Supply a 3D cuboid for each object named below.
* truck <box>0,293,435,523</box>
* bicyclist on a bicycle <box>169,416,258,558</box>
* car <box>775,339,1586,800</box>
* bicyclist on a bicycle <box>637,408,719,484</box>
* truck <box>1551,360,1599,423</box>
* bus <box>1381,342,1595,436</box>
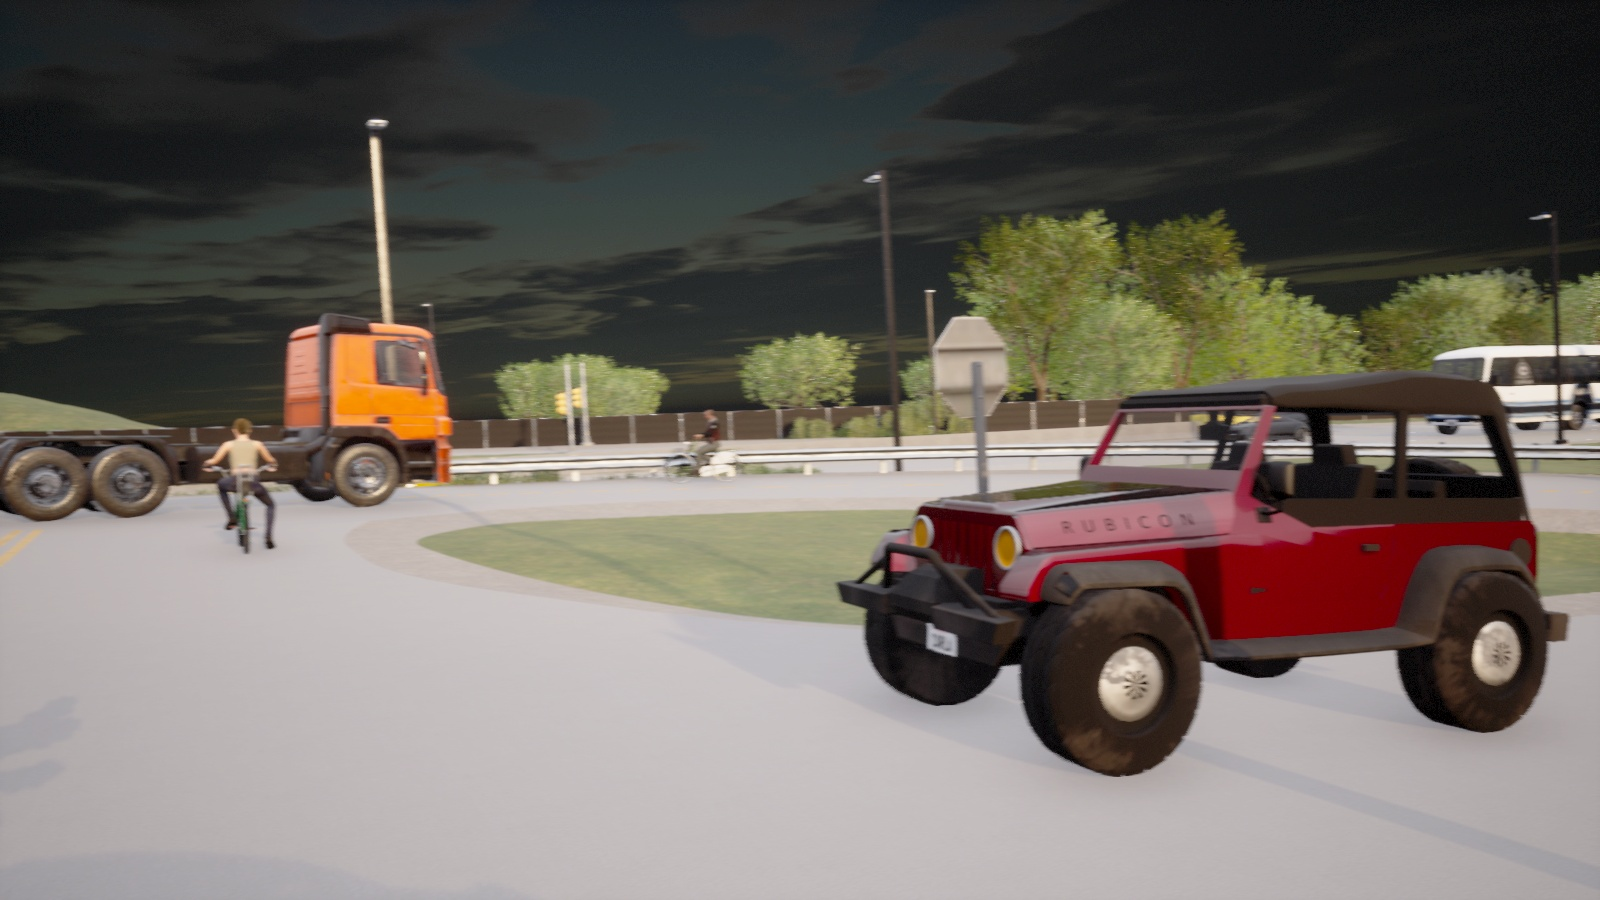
[{"bbox_3d":[-10.774,-0.697,21.904,7.936,3.462,2.891,-1,1,-40],"label":"truck"},{"bbox_3d":[-7.078,0.399,15.123,0.866,1.612,1.509,-1,2,-28],"label":"bicyclist on a bicycle"},{"bbox_3d":[2.026,0.489,6.776,3.866,1.878,1.905,0,1,-24],"label":"car"},{"bbox_3d":[-2.900,-0.112,29.797,1.843,1.776,0.659,-1,2,-15],"label":"bicyclist on a bicycle"},{"bbox_3d":[47.220,-3.429,72.234,7.936,3.462,2.891,-3,2,-25],"label":"truck"},{"bbox_3d":[34.119,-3.031,62.224,10.273,4.253,3.944,-3,2,-25],"label":"bus"}]
